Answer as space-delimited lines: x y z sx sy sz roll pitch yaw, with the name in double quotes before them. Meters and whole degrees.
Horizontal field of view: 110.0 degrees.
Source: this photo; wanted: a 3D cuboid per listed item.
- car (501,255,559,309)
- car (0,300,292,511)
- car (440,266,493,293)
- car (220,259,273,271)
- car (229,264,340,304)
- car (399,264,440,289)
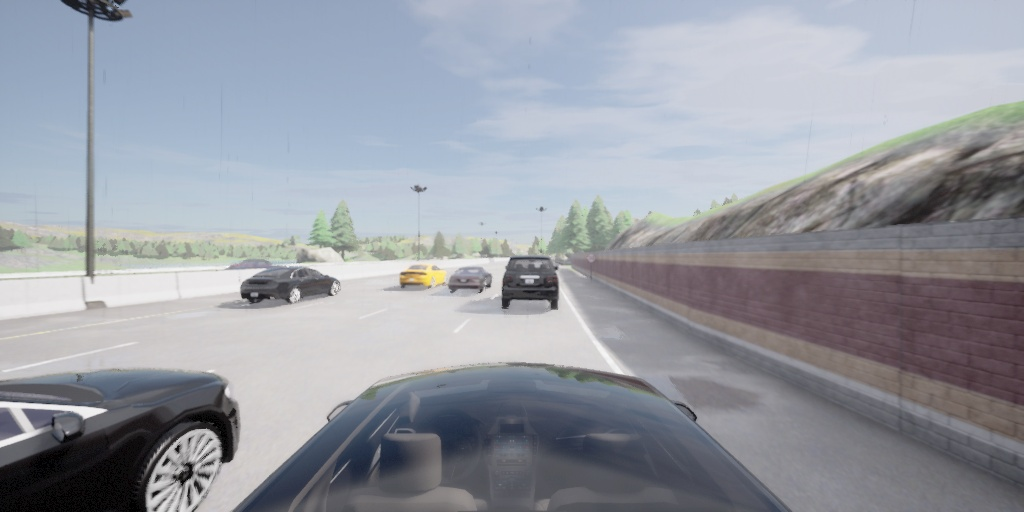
"car" 0.805 0.985 15.205 2.150 2.045 5.566 0 0 4
"car" -3.327 1.230 1.208 2.128 1.511 4.902 0 0 0
"car" -2.293 1.305 20.787 2.033 1.411 5.357 0 0 4
"car" -22.721 1.248 31.388 2.033 1.411 5.357 0 0 5
"car" -9.639 1.235 16.071 1.837 1.490 4.892 0 0 4
"car" -5.613 1.227 23.211 1.882 1.535 5.008 0 0 4
